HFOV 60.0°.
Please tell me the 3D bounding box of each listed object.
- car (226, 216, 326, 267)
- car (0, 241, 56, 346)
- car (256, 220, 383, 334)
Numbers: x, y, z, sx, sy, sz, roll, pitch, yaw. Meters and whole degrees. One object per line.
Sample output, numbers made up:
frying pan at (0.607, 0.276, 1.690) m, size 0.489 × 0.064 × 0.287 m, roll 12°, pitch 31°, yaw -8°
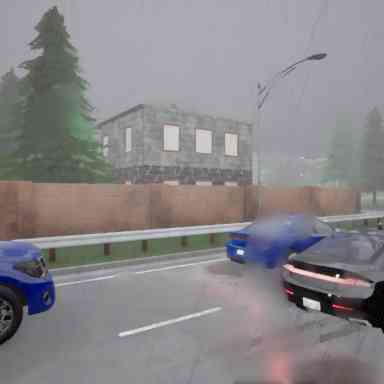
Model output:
car at (3.324, 1.478, 10.436) m, size 5.008 × 1.535 × 1.882 m, roll 0°, pitch 0°, yaw -36°
car at (-4.906, 1.221, 4.540) m, size 5.566 × 2.045 × 2.150 m, roll 0°, pitch 0°, yaw -35°
car at (3.795, 1.491, 6.473) m, size 4.902 × 1.511 × 2.128 m, roll 0°, pitch 0°, yaw -35°
